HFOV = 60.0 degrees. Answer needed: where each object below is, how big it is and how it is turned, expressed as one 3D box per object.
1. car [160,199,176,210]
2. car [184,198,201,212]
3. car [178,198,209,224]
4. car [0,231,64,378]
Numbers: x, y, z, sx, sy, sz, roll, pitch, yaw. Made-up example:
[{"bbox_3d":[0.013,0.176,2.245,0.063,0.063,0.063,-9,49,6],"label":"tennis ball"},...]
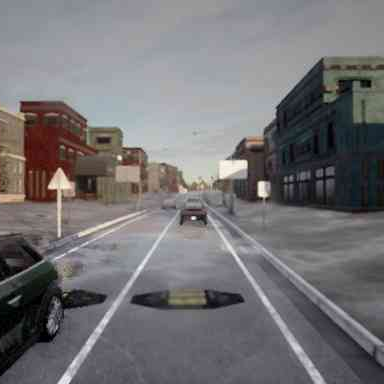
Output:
[{"bbox_3d":[-3.083,1.673,44.327,1.812,1.442,4.674,0,-1,0],"label":"car"},{"bbox_3d":[0.103,1.546,41.939,2.033,1.649,4.856,0,-1,0],"label":"car"},{"bbox_3d":[0.101,1.432,23.759,1.837,1.490,4.892,0,0,0],"label":"car"},{"bbox_3d":[-3.097,1.341,3.413,2.097,1.767,4.553,0,0,0],"label":"car"}]
